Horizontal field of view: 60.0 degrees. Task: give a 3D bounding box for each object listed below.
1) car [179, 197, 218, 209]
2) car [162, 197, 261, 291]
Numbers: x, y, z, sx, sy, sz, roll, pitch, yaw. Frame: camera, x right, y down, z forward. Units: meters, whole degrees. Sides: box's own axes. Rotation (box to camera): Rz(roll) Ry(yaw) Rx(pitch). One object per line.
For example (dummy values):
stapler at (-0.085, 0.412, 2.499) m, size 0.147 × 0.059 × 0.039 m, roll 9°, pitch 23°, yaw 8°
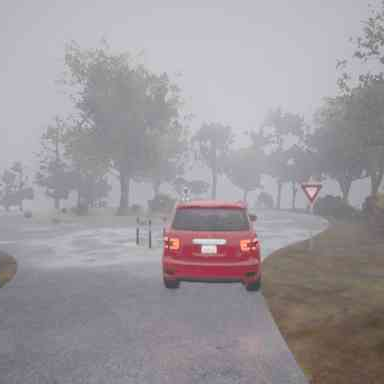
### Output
car at (0.885, 1.465, 44.736) m, size 5.008 × 1.535 × 1.882 m, roll 0°, pitch -1°, yaw 34°
car at (0.629, 1.219, 9.204) m, size 2.150 × 2.045 × 5.566 m, roll 0°, pitch 0°, yaw 6°
